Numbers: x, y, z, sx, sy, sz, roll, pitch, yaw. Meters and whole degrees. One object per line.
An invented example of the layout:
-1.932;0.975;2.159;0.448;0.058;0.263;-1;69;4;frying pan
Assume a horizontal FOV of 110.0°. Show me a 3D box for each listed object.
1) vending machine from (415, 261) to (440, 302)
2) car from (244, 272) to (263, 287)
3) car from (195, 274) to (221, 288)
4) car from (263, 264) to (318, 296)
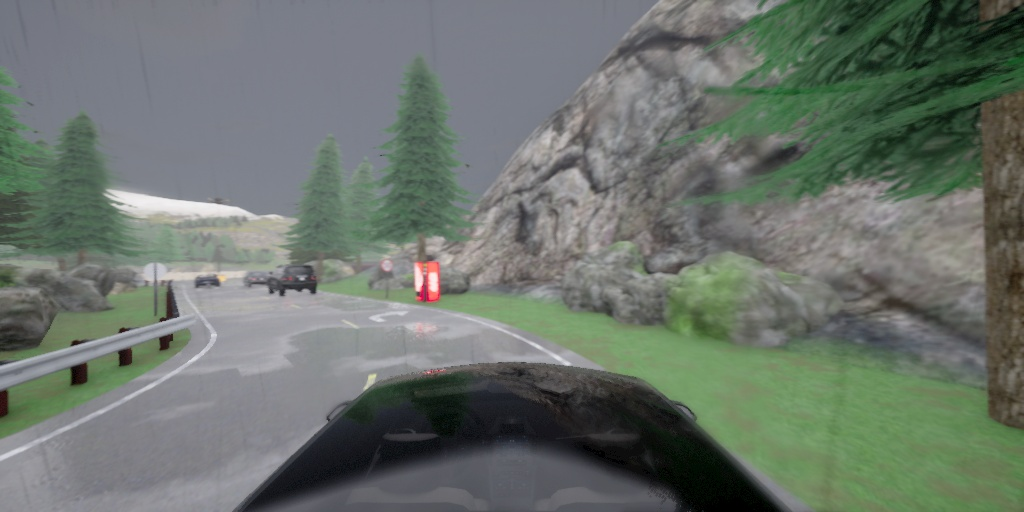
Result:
-4.362;1.275;18.629;1.100;2.100;0.880;0;0;-44;vending machine
-25.323;2.307;35.677;2.033;1.411;5.357;0;-1;-43;car
-30.416;2.469;35.817;1.895;1.301;4.718;0;-1;-42;car
-15.444;1.627;25.165;2.150;2.045;5.566;0;-1;-44;car
